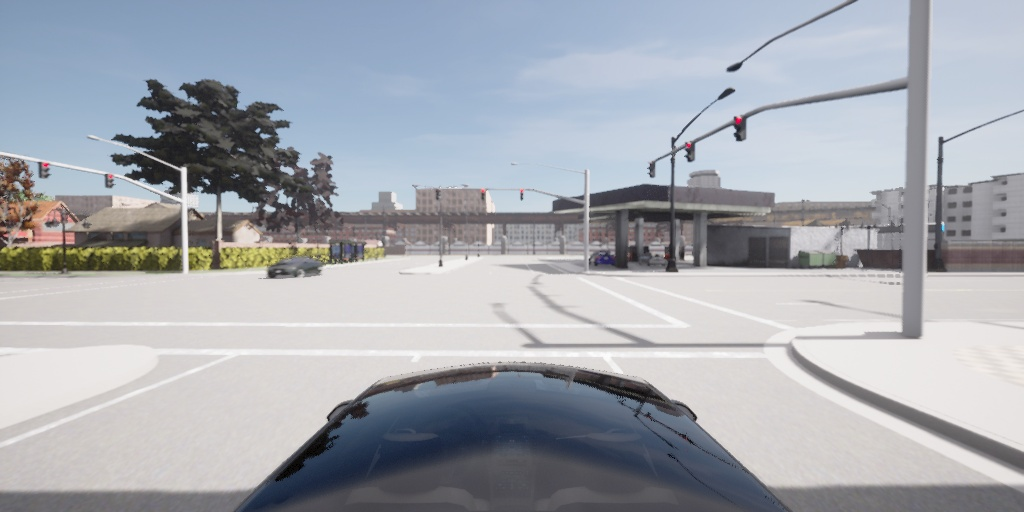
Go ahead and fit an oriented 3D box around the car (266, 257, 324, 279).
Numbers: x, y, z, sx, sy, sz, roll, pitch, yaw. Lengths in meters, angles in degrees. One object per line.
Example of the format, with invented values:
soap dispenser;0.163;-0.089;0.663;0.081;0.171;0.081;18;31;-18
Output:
car;-14.994;0.758;24.989;1.994;1.385;4.181;0;1;0
